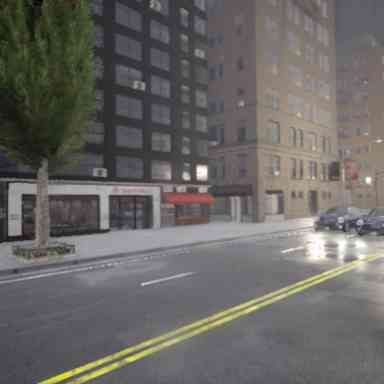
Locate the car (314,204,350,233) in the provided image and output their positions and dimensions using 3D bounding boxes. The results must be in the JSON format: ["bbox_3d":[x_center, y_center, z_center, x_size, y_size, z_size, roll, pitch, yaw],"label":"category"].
[{"bbox_3d":[10.286,1.795,23.094,4.553,1.767,2.097,0,-2,-45],"label":"car"}]

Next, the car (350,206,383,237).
[{"bbox_3d":[11.436,1.686,19.659,4.553,1.767,2.097,0,-2,-45],"label":"car"}]

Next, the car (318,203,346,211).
[{"bbox_3d":[25.084,2.730,59.712,1.947,1.339,4.313,1,-2,-45],"label":"car"}]
